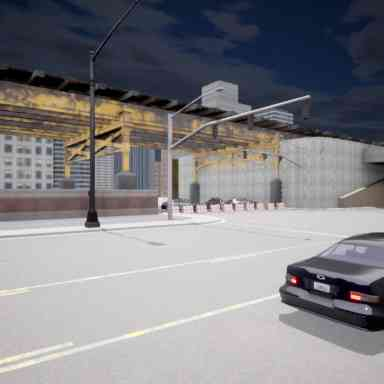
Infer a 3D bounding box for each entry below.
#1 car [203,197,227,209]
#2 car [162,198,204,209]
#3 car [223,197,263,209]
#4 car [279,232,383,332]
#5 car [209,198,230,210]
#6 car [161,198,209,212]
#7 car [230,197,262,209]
[{"bbox_3d":[2.850,1.295,40.558,1.853,1.218,4.536,0,0,18],"label":"car"},{"bbox_3d":[-0.962,1.295,37.830,4.536,1.218,1.853,0,0,8],"label":"car"},{"bbox_3d":[6.744,1.452,44.268,4.974,1.542,2.038,0,0,-7],"label":"car"},{"bbox_3d":[4.098,1.547,6.701,5.357,1.411,2.033,0,0,-35],"label":"car"},{"bbox_3d":[2.834,1.453,40.508,2.038,1.542,4.974,0,0,18],"label":"car"},{"bbox_3d":[-0.911,1.453,37.823,4.974,1.542,2.038,0,0,8],"label":"car"},{"bbox_3d":[6.693,1.295,44.262,4.536,1.218,1.853,0,0,-7],"label":"car"}]
